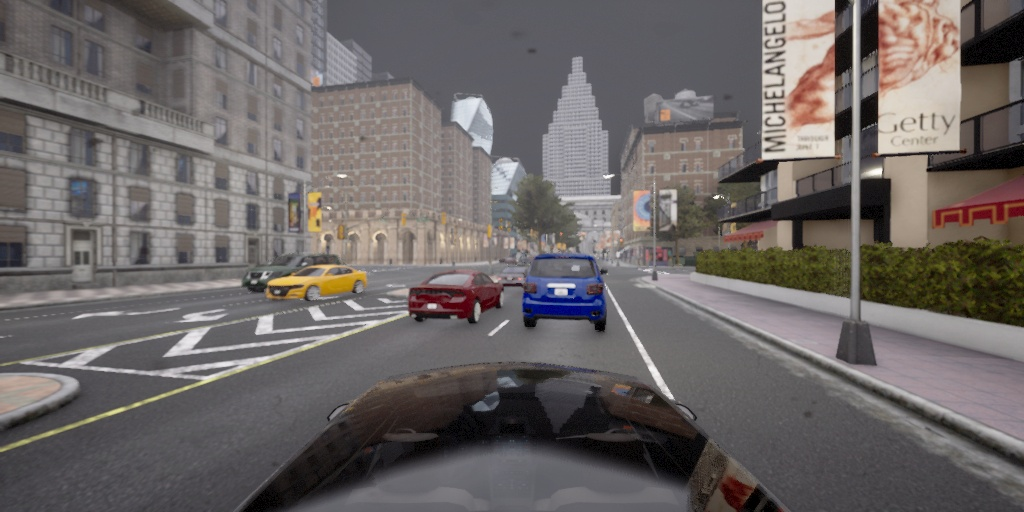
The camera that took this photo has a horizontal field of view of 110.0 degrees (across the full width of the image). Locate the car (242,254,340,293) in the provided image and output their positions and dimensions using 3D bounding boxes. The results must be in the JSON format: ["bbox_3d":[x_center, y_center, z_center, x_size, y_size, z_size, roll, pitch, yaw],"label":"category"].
[{"bbox_3d":[-11.829,0.901,19.943,2.150,2.045,5.566,0,0,12],"label":"car"}]

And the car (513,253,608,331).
[{"bbox_3d":[1.749,0.938,11.122,2.150,2.045,5.566,0,0,13],"label":"car"}]

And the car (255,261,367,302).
[{"bbox_3d":[-8.917,1.169,16.852,1.882,1.535,5.008,0,0,12],"label":"car"}]

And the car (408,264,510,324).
[{"bbox_3d":[-1.609,1.190,11.968,1.882,1.535,5.008,0,0,12],"label":"car"}]

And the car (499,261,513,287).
[{"bbox_3d":[0.395,1.227,21.351,2.033,1.411,5.357,0,0,12],"label":"car"}]
